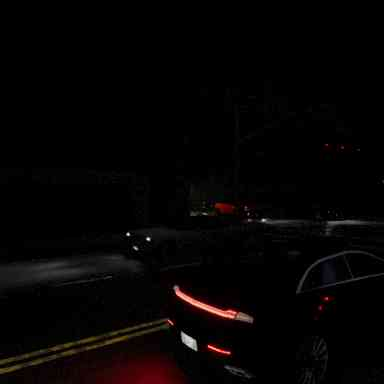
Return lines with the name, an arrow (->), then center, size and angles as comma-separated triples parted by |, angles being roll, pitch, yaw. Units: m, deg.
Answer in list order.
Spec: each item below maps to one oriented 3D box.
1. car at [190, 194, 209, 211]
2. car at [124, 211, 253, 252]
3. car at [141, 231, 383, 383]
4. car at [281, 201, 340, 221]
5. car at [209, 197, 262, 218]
car -> 0.564, 1.221, 39.768 | 2.150, 2.045, 5.566 | 0, 0, -37
car -> -0.128, 1.601, 12.610 | 4.718, 1.301, 1.895 | 0, 0, -37
car -> 1.942, 1.492, 5.209 | 4.902, 1.511, 2.128 | 0, 0, -35
car -> 9.690, 1.505, 27.555 | 1.837, 1.490, 4.892 | 0, 0, -37
car -> 4.011, 1.352, 29.287 | 2.097, 1.767, 4.553 | 0, 0, -37
